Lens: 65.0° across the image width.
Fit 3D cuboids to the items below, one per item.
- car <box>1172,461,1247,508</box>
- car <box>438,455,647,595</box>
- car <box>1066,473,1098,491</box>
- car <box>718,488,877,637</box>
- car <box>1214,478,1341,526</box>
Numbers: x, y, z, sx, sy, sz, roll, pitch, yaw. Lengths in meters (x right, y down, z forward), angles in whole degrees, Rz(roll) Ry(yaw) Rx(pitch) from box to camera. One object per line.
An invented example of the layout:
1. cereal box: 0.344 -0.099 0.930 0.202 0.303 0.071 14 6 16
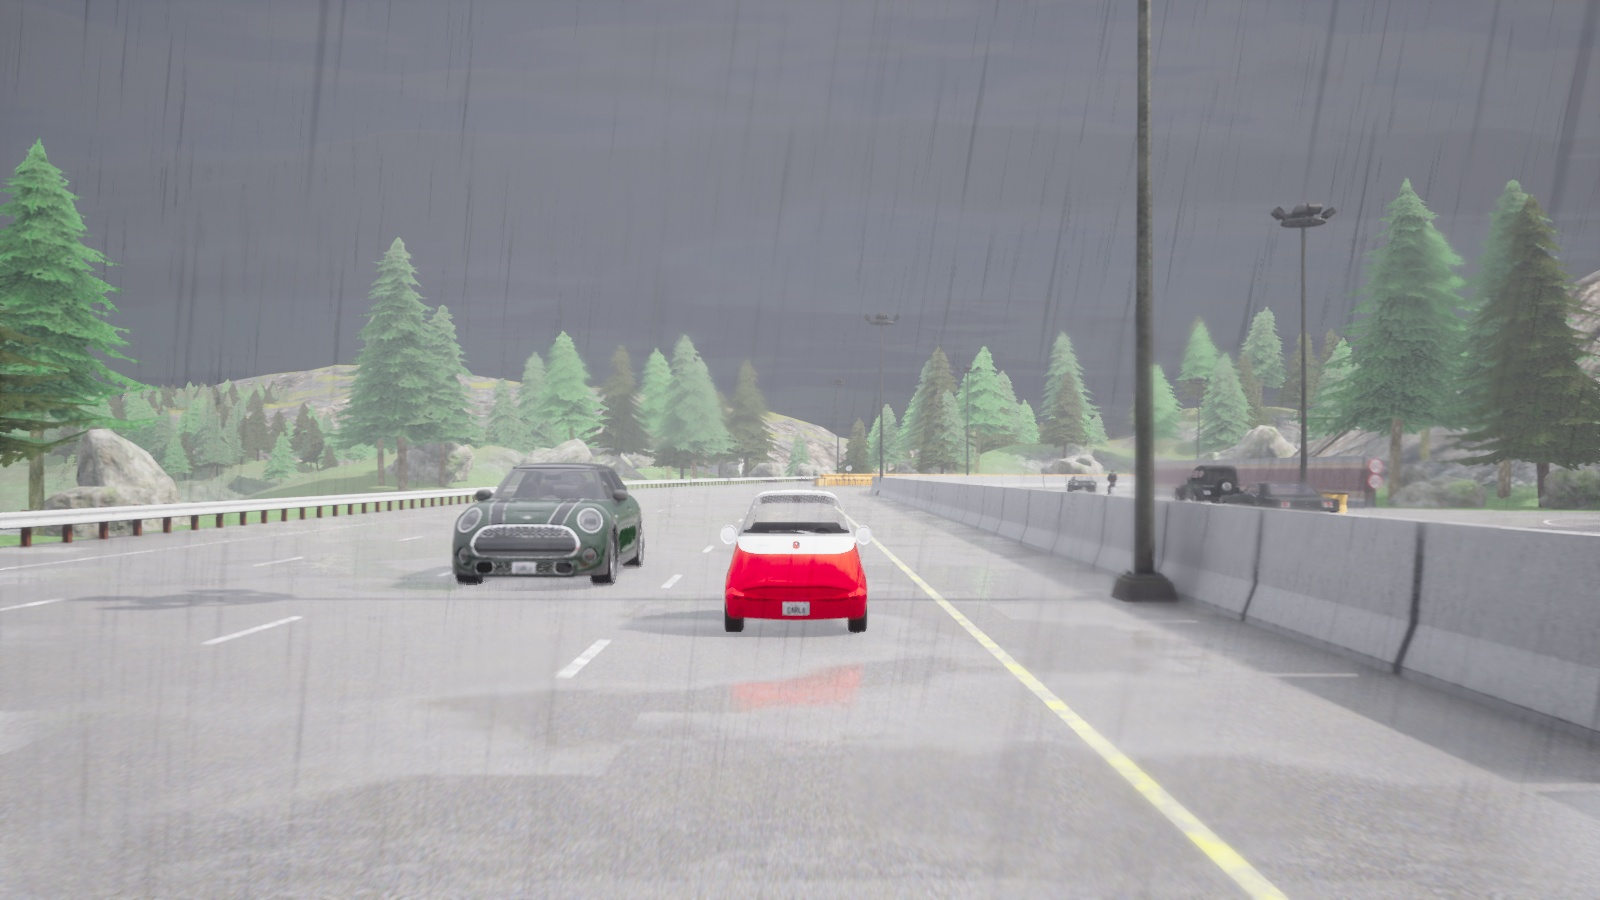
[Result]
1. car: 17.318 1.435 53.307 1.905 1.878 3.866 0 -1 0
2. car: -3.543 0.992 18.189 2.097 1.767 4.553 0 -1 0
3. car: 21.090 2.404 94.011 1.895 1.301 4.718 0 -1 8
4. car: -0.030 1.085 12.871 1.481 1.376 2.207 0 -1 0
5. car: 13.903 1.476 36.849 1.895 1.301 4.718 0 -1 0
